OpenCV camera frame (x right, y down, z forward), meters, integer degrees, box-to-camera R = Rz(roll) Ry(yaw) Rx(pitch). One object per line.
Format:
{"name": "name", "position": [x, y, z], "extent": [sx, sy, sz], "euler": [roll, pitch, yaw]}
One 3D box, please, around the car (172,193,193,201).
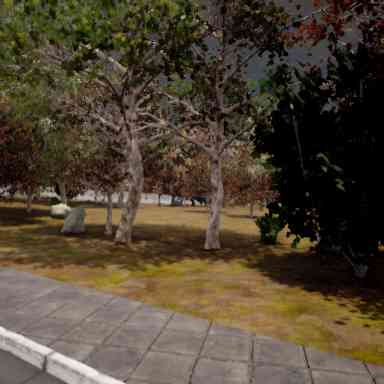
{"name": "car", "position": [-3.241, 1.263, 94.165], "extent": [2.435, 2.045, 5.566], "euler": [6, 1, 41]}
